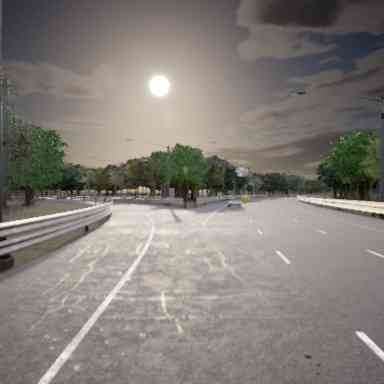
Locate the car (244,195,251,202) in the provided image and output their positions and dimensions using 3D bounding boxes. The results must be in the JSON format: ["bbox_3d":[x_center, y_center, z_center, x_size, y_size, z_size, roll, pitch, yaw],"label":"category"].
[{"bbox_3d":[13.035,1.535,80.170,1.882,1.535,5.008,0,0,15],"label":"car"}]

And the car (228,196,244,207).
[{"bbox_3d":[6.717,1.618,51.673,1.895,1.301,4.718,0,0,11],"label":"car"}]
